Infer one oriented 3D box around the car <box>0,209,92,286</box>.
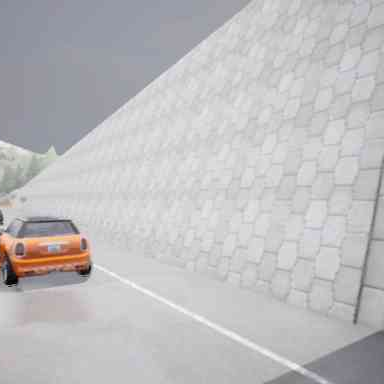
[{"bbox_3d":[-4.740,1.489,10.237,2.097,1.767,4.553,1,-1,-35],"label":"car"}]
